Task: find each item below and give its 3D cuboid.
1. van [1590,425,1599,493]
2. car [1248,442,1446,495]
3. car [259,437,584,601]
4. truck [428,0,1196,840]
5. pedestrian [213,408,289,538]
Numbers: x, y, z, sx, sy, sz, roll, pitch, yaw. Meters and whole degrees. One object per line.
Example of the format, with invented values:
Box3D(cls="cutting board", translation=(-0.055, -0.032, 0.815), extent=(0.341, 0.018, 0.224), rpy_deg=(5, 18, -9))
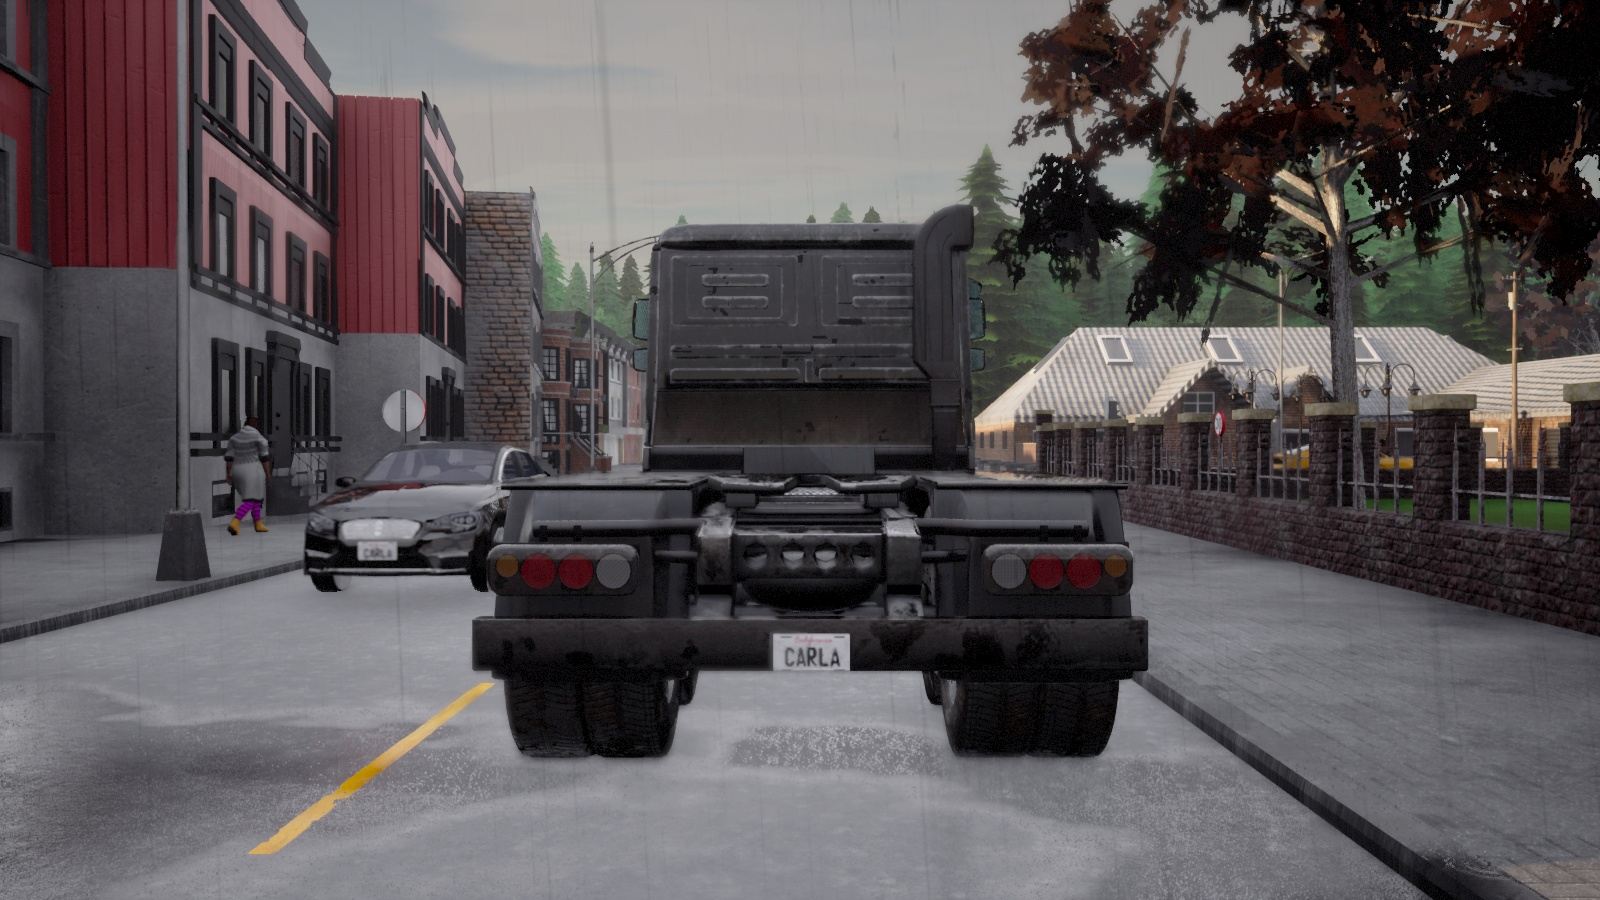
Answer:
Box3D(cls="van", translation=(26.112, 0.282, 36.942), extent=(4.480, 2.038, 2.069), rpy_deg=(0, 0, -1))
Box3D(cls="car", translation=(16.047, 0.528, 36.972), extent=(5.008, 1.535, 1.882), rpy_deg=(0, 0, -1))
Box3D(cls="car", translation=(-3.911, 0.620, 14.024), extent=(2.128, 1.511, 4.902), rpy_deg=(0, 0, 0))
Box3D(cls="truck", translation=(0.065, -0.284, 8.702), extent=(2.891, 3.462, 7.936), rpy_deg=(0, 0, 0))
Box3D(cls="pedestrian", translation=(-8.436, 0.340, 19.323), extent=(0.659, 1.952, 0.873), rpy_deg=(0, 0, 19))
